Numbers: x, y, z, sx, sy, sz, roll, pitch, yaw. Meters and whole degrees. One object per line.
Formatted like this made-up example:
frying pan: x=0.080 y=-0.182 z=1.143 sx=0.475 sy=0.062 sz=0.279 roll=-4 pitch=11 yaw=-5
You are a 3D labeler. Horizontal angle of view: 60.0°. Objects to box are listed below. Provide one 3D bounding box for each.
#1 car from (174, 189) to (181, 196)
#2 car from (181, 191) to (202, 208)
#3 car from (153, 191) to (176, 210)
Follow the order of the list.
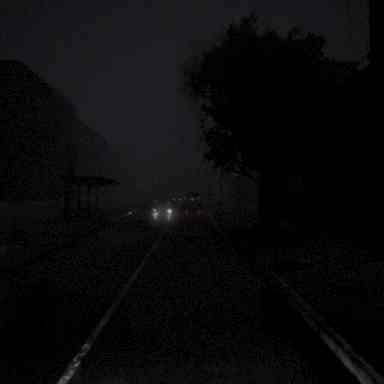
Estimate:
car: x=-3.558 y=0.322 z=80.458 sx=2.150 sy=2.045 sz=5.566 roll=0 pitch=0 yaw=0
car: x=0.059 y=0.922 z=42.791 sx=2.150 sy=2.045 sz=5.566 roll=0 pitch=1 yaw=0
car: x=-3.381 y=1.093 z=39.207 sx=2.097 sy=1.767 sz=4.553 roll=0 pitch=1 yaw=0
